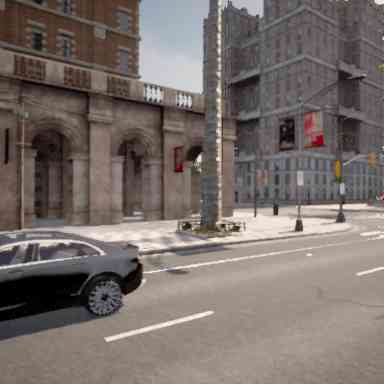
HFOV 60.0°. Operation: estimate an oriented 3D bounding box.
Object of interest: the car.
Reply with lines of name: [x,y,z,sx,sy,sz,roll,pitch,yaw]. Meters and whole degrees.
car: [-3.234,1.497,5.966,4.902,1.511,2.128,1,0,-35]
